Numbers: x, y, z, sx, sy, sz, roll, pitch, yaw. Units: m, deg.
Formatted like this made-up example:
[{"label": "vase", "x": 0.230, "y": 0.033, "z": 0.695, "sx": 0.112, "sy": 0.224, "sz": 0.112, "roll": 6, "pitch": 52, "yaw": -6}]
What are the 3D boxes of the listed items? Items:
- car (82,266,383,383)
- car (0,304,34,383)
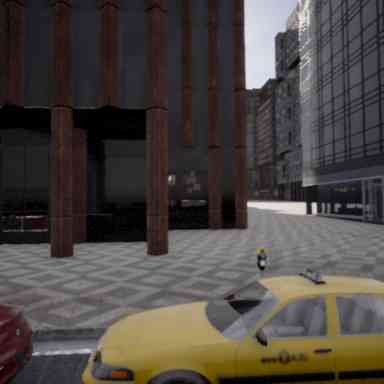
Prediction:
[{"label": "car", "x": 1.227, "y": 1.647, "z": 4.079, "sx": 4.829, "sy": 1.417, "sz": 1.752, "roll": 0, "pitch": -2, "yaw": -5}, {"label": "car", "x": -4.024, "y": 1.736, "z": 3.654, "sx": 4.206, "sy": 1.307, "sz": 1.802, "roll": 0, "pitch": -2, "yaw": -5}]
